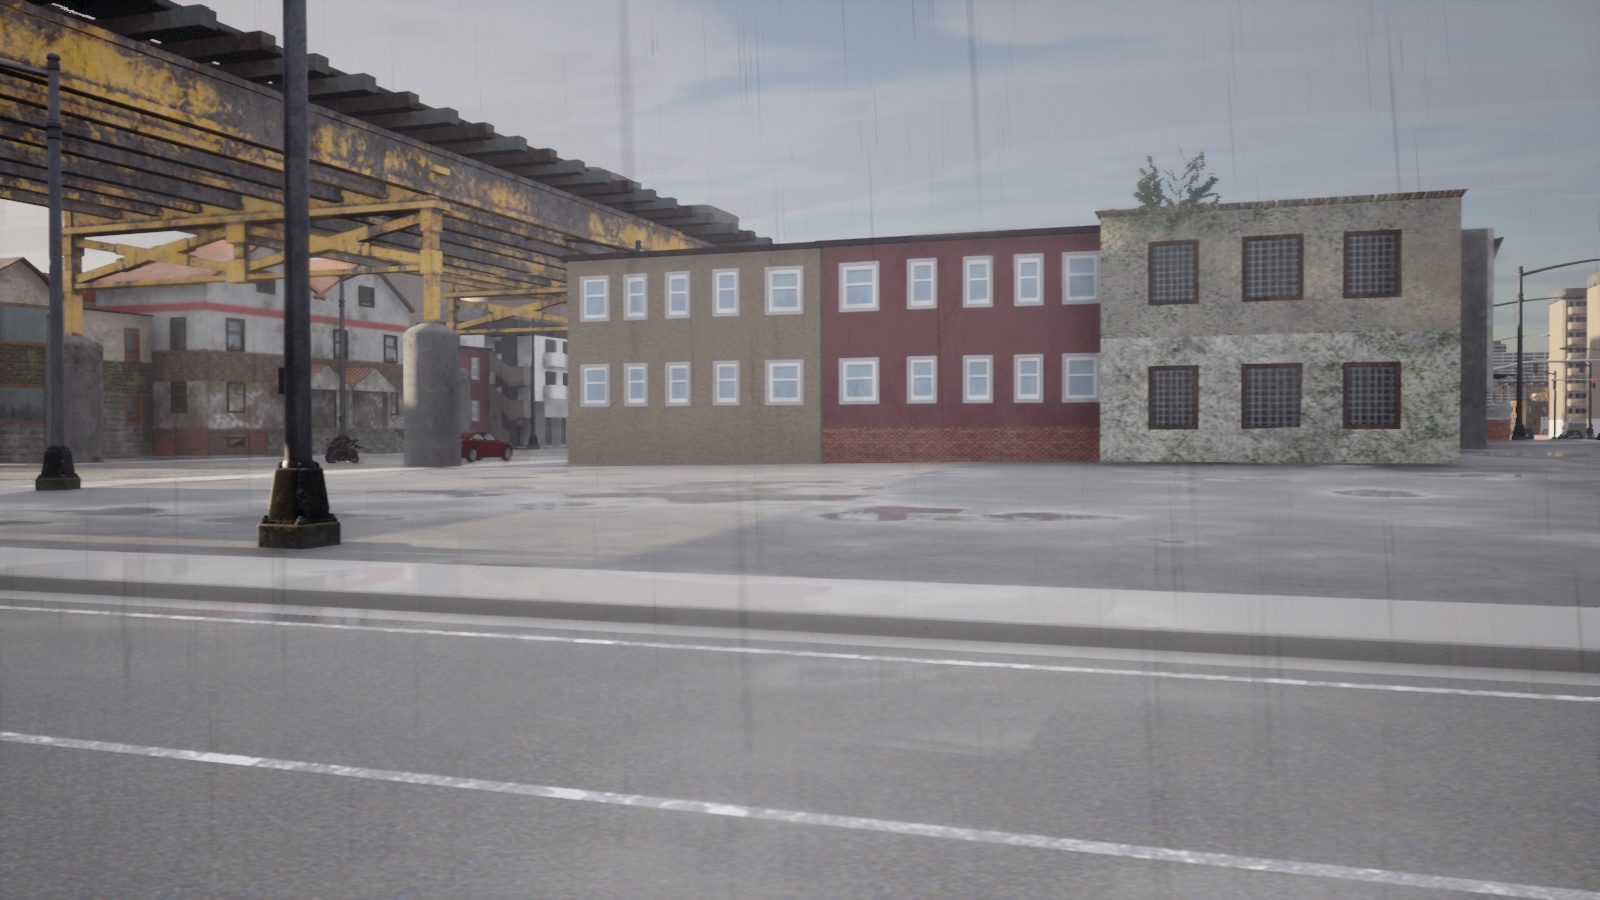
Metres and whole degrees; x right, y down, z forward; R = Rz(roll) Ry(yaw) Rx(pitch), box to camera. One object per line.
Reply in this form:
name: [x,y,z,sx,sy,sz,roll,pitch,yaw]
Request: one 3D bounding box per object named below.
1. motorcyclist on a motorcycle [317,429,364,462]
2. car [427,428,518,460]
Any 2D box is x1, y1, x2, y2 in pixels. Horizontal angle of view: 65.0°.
motorcyclist on a motorcycle: [-21.459,-0.232,58.664,0.866,1.530,2.191,1,1,20]
car: [-16.284,-0.327,62.674,1.882,1.535,5.008,1,1,20]
